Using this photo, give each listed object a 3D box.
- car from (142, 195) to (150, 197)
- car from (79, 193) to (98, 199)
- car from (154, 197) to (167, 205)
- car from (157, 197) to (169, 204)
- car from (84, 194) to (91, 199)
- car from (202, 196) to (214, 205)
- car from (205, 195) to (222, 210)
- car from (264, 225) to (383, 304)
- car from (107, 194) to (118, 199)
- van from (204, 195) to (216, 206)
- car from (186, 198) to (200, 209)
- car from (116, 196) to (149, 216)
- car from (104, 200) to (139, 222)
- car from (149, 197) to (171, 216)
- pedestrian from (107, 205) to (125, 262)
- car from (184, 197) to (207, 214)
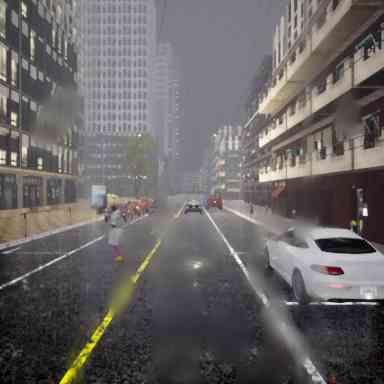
[{"bbox_3d":[-5.596,1.317,37.250,2.192,1.841,5.009,0,0,0],"label":"car"},{"bbox_3d":[-27.252,1.090,87.715,4.313,1.339,1.947,1,-1,0],"label":"car"},{"bbox_3d":[-5.539,1.576,59.453,1.947,1.339,4.313,0,0,0],"label":"car"},{"bbox_3d":[-5.526,1.578,64.700,1.947,1.339,4.313,0,0,0],"label":"car"},{"bbox_3d":[-27.166,0.861,79.339,5.009,1.841,2.192,1,-1,0],"label":"car"},{"bbox_3d":[2.840,1.450,59.433,1.967,1.590,4.097,0,0,0],"label":"car"},{"bbox_3d":[2.798,1.319,42.780,2.192,1.841,5.009,0,0,0],"label":"car"},{"bbox_3d":[3.021,1.526,7.986,1.812,1.442,4.674,0,0,0],"label":"car"},{"bbox_3d":[-21.806,1.151,87.851,4.829,1.417,1.752,1,-1,0],"label":"car"},{"bbox_3d":[2.826,1.349,53.882,1.690,1.788,3.998,0,0,0],"label":"van"},{"bbox_3d":[0.172,1.606,47.288,1.895,1.301,4.718,0,0,1],"label":"car"},{"bbox_3d":[-5.611,1.441,31.699,1.967,1.590,4.097,0,0,0],"label":"car"},{"bbox_3d":[-5.625,1.582,26.148,1.802,1.307,4.206,0,0,0],"label":"car"},{"bbox_3d":[-3.018,1.506,32.083,1.837,1.490,4.892,0,0,0],"label":"car"},{"bbox_3d":[-2.439,1.294,10.738,0.375,1.860,0.375,0,0,-1],"label":"pedestrian"},{"bbox_3d":[0.175,1.549,34.874,2.033,1.411,5.357,0,0,0],"label":"car"}]
